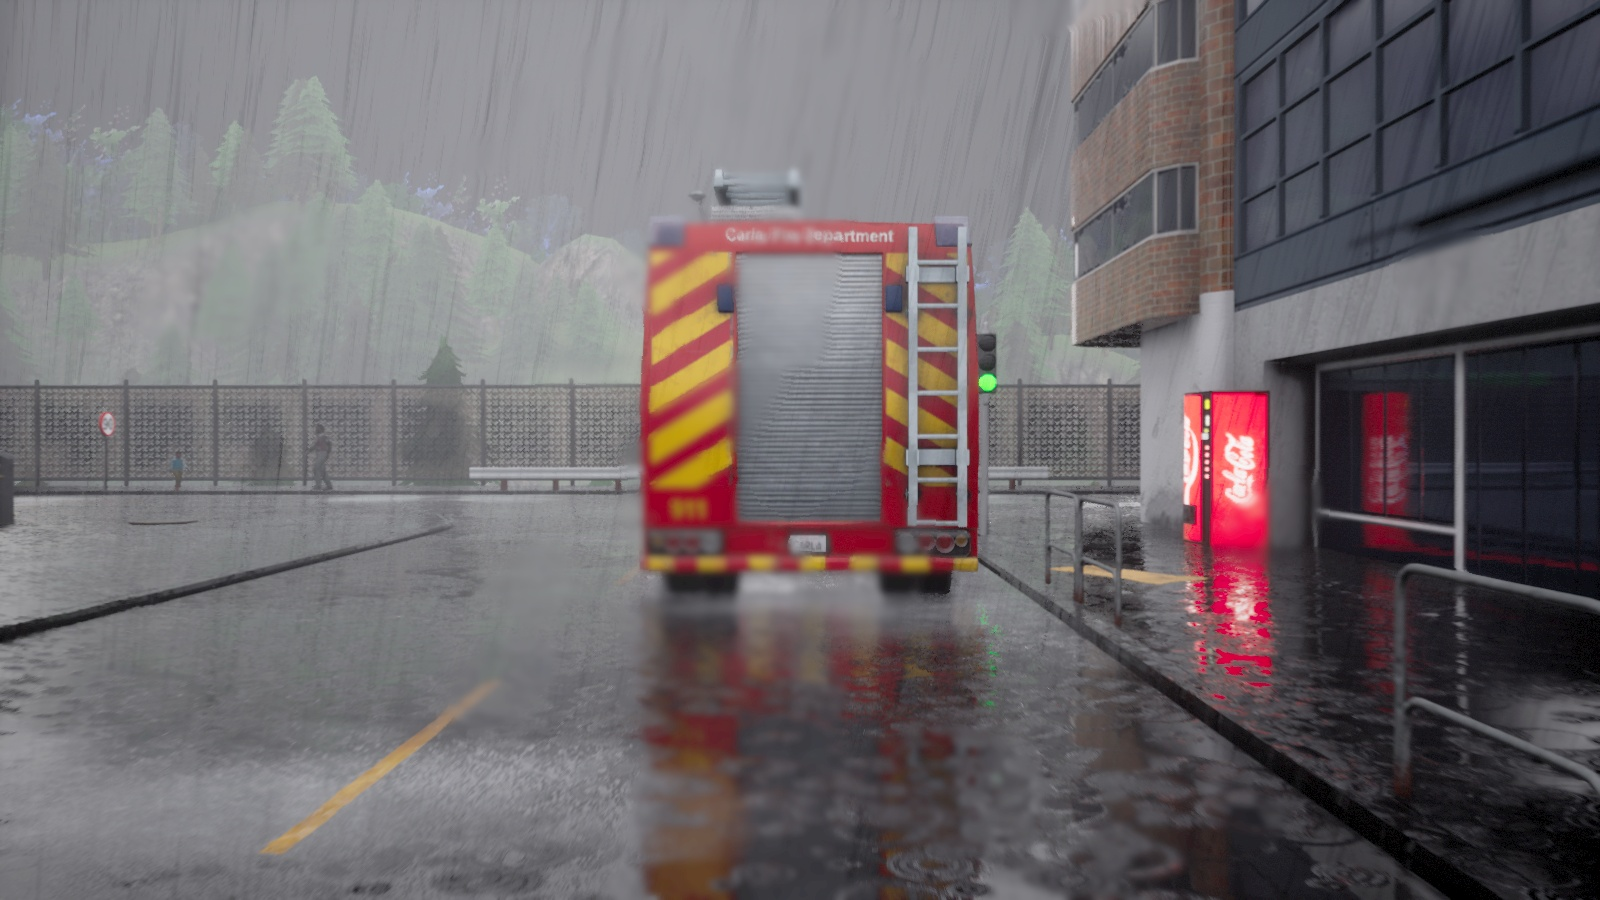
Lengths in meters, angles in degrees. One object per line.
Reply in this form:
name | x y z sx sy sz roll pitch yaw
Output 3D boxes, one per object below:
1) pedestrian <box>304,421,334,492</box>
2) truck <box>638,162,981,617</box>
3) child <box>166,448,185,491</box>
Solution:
pedestrian | -13.318 0.175 34.777 0.402 1.930 0.666 0 1 44
truck | 0.099 -0.534 14.814 2.891 3.827 8.468 0 0 0
child | -17.613 0.546 35.423 0.448 1.192 0.343 0 1 40
